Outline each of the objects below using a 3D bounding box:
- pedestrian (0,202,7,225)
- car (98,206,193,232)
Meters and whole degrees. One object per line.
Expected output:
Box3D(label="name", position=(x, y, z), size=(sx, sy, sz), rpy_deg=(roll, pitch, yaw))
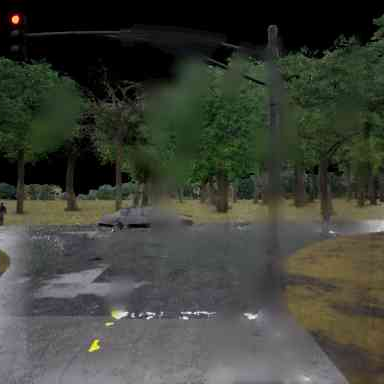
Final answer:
Box3D(label="pedestrian", position=(-15.242, 1.718, 26.758), size=(0.375, 1.860, 0.375), rpy_deg=(0, -1, 0))
Box3D(label="car", position=(-2.615, 1.505, 19.213), size=(5.357, 1.411, 2.033), rpy_deg=(-1, -2, 0))
